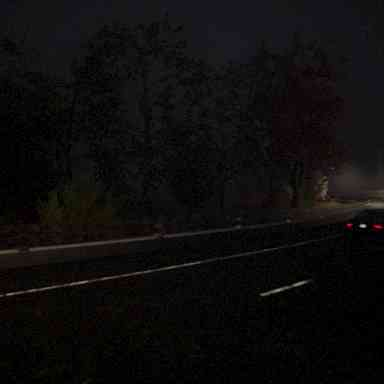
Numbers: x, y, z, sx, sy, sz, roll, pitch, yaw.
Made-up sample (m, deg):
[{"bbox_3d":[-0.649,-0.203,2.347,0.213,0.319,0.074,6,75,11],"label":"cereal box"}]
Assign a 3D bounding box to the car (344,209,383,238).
[{"bbox_3d":[9.494,1.589,16.866,2.033,1.411,5.357,0,0,44],"label":"car"}]
